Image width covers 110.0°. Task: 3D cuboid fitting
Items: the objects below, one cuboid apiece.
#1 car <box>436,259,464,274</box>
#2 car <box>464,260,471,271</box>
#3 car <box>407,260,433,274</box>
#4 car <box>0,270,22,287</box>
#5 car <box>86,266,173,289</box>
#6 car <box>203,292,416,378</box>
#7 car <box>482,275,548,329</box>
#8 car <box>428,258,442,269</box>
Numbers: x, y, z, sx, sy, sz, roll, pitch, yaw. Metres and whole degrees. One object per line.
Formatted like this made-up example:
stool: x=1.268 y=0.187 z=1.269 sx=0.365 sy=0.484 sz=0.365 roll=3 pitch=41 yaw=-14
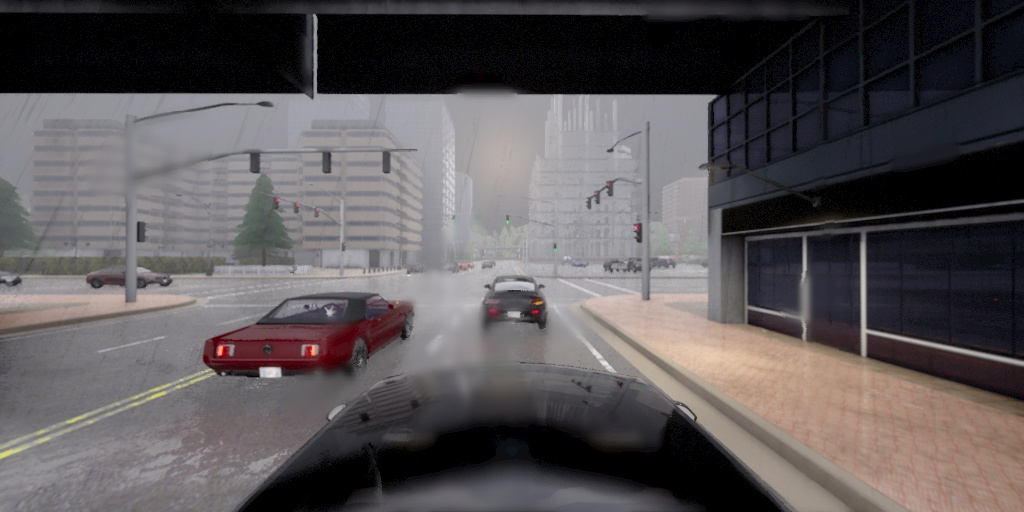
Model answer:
car: x=-8.071 y=1.494 z=47.089 sx=2.128 sy=1.511 sz=4.902 roll=0 pitch=0 yaw=0
car: x=-8.130 y=1.404 z=56.001 sx=2.097 sy=1.767 sz=4.553 roll=0 pitch=0 yaw=0
car: x=-11.548 y=1.551 z=44.296 sx=1.994 sy=1.385 sz=4.181 roll=0 pitch=0 yaw=0
car: x=-35.975 y=1.366 z=23.935 sx=4.902 sy=1.511 sz=2.128 roll=0 pitch=0 yaw=0
car: x=-25.556 y=1.400 z=23.991 sx=4.674 sy=1.442 sz=1.812 roll=0 pitch=0 yaw=0
car: x=-3.431 y=1.382 z=7.335 sx=1.895 sy=1.301 sz=4.718 roll=0 pitch=0 yaw=0
car: x=0.082 y=1.329 z=11.378 sx=1.812 sy=1.442 sz=4.674 roll=0 pitch=0 yaw=0
car: x=-11.615 y=1.260 z=53.655 sx=2.150 sy=2.045 sz=5.566 roll=0 pitch=0 yaw=0
